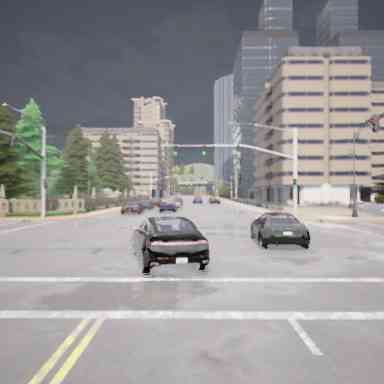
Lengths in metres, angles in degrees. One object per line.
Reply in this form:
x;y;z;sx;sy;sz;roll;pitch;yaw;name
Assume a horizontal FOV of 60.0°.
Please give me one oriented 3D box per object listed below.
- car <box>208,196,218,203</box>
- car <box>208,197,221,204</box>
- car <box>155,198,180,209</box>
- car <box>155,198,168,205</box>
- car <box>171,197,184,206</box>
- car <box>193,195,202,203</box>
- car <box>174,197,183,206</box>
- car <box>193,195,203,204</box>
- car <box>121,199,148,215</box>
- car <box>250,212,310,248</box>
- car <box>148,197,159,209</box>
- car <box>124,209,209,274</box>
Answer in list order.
4.722;1.745;75.783;2.033;1.411;5.357;0;0;1;car
4.619;1.783;66.435;1.895;1.301;4.718;0;0;1;car
-2.781;1.707;38.914;1.895;1.301;4.718;0;0;1;car
-5.900;1.777;64.771;1.895;1.301;4.718;0;0;1;car
-2.479;1.663;58.173;1.837;1.490;4.892;0;0;1;car
1.222;1.560;75.792;2.097;1.767;4.553;0;0;1;car
-2.662;1.732;48.077;1.895;1.301;4.718;0;0;1;car
1.130;1.747;67.452;1.994;1.385;4.181;0;0;1;car
-6.316;1.661;35.813;1.994;1.385;4.181;0;0;1;car
3.852;1.606;15.081;1.994;1.385;4.181;0;0;2;car
-6.207;1.670;45.054;2.033;1.411;5.357;0;0;1;car
-0.880;1.523;10.785;2.128;1.511;4.902;0;0;-15;car
